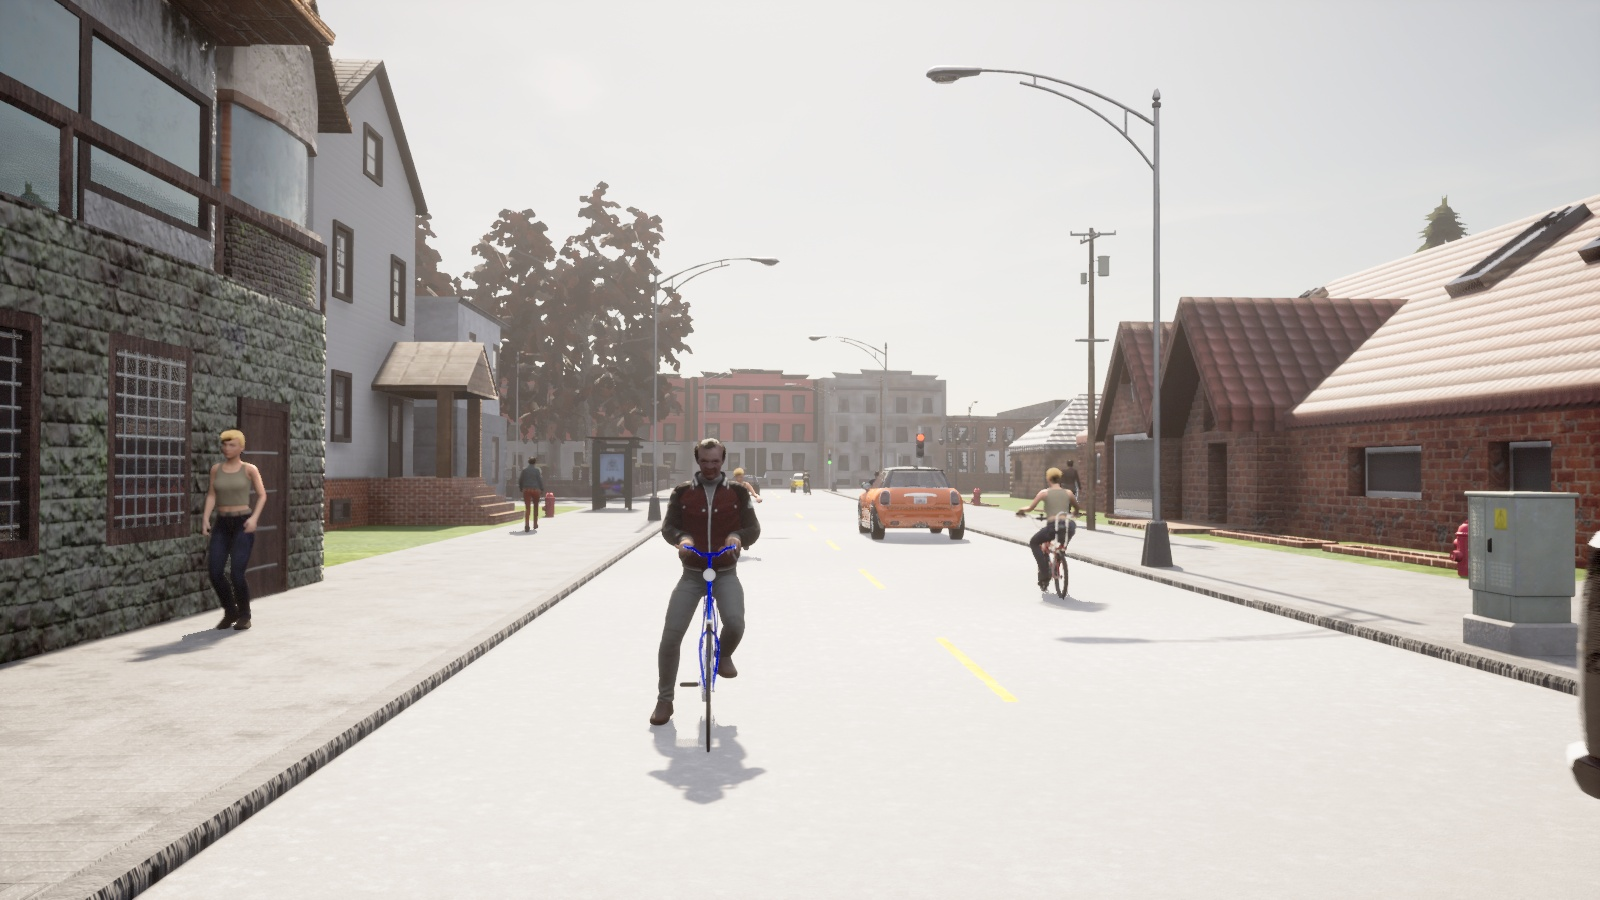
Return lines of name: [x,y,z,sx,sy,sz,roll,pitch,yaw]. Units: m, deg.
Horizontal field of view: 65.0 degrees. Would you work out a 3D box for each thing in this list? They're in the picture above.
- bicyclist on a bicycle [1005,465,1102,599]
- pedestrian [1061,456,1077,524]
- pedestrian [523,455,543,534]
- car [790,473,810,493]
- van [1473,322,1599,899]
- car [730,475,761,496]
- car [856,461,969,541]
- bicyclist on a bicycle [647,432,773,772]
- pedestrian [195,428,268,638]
bicyclist on a bicycle: [3.188,1.005,15.923,0.866,1.612,1.509,0,-1,-2]
pedestrian: [7.226,1.060,33.733,0.328,1.805,0.869,-1,-1,18]
pedestrian: [-6.351,1.050,29.873,0.353,1.847,0.614,0,-1,-1]
car: [0.003,2.392,90.973,1.481,1.376,2.207,0,0,0]
van: [3.732,0.567,2.646,2.069,2.038,4.480,0,-1,-2]
car: [-3.554,2.286,80.992,1.895,1.301,4.718,0,-1,-4]
car: [2.603,1.169,30.248,2.097,1.767,4.553,0,-1,-3]
bicyclist on a bicycle: [-0.536,0.813,7.520,0.659,1.776,1.843,0,-1,-4]
pedestrian: [-5.108,0.734,11.304,0.345,1.836,0.594,0,-1,4]
